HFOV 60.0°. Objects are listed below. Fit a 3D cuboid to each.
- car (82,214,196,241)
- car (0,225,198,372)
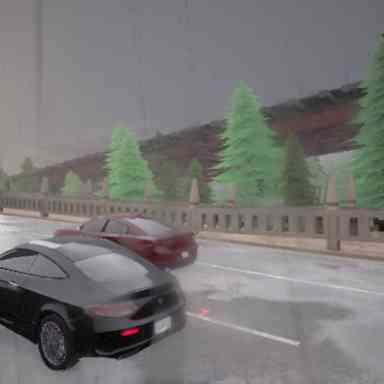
[{"bbox_3d":[-2.178,1.375,9.836,5.008,1.535,1.882,2,1,36],"label":"car"},{"bbox_3d":[-2.230,1.469,5.566,4.674,1.442,1.812,2,1,36],"label":"car"}]
